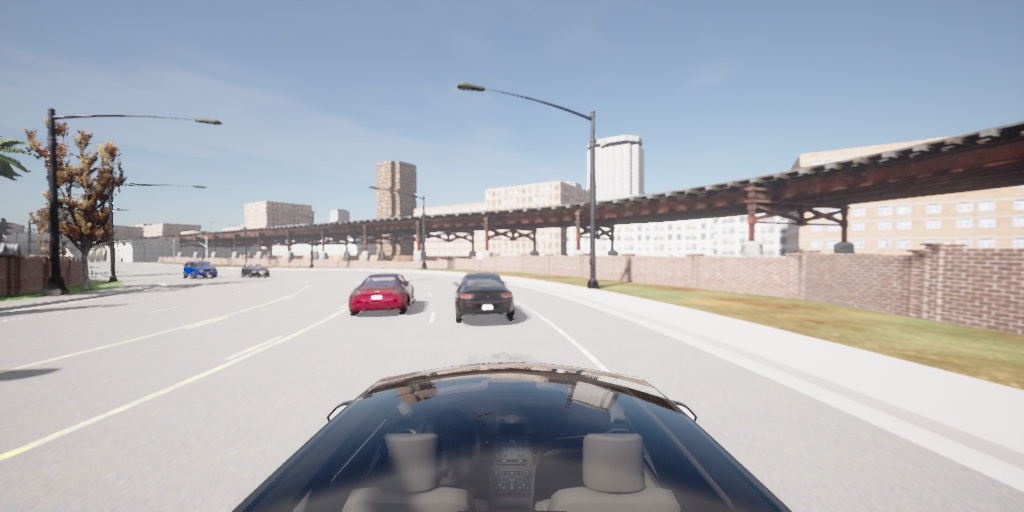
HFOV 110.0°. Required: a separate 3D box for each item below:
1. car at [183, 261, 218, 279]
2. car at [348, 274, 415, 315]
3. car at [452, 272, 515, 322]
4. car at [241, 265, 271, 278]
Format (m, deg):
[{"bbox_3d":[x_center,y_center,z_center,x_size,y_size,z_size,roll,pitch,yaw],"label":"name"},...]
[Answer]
[{"bbox_3d":[-36.739,1.624,42.213,5.566,2.045,2.150,-1,0,35],"label":"car"},{"bbox_3d":[-4.943,1.368,14.025,1.994,1.385,4.181,-1,0,-11],"label":"car"},{"bbox_3d":[-1.061,1.292,12.433,1.812,1.442,4.674,0,0,-9],"label":"car"},{"bbox_3d":[-29.332,1.723,40.986,4.902,1.511,2.128,-1,0,39],"label":"car"}]
